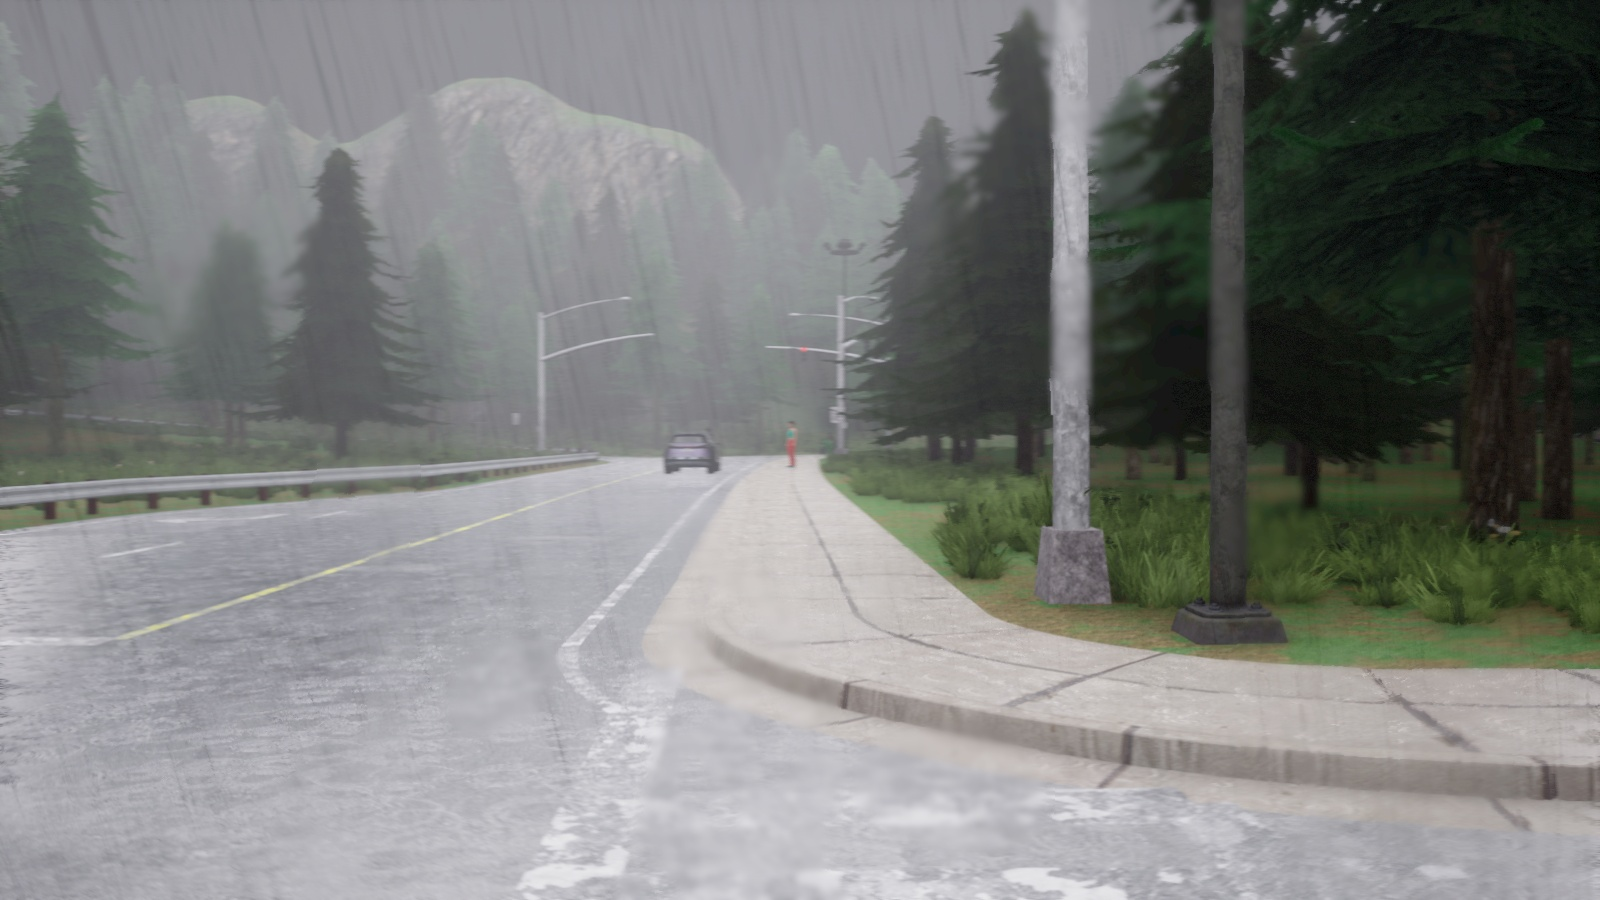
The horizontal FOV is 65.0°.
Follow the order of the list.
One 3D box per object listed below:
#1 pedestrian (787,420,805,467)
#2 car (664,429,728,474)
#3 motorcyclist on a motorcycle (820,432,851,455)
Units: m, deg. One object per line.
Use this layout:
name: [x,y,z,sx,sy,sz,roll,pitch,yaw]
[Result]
pedestrian: [-0.165,-0.243,49.342,0.594,1.836,0.345,0,1,-27]
car: [-3.959,0.026,48.505,2.033,1.649,4.856,0,1,1]
motorcyclist on a motorcycle: [2.384,-0.411,83.568,2.044,1.523,0.797,0,1,-40]
